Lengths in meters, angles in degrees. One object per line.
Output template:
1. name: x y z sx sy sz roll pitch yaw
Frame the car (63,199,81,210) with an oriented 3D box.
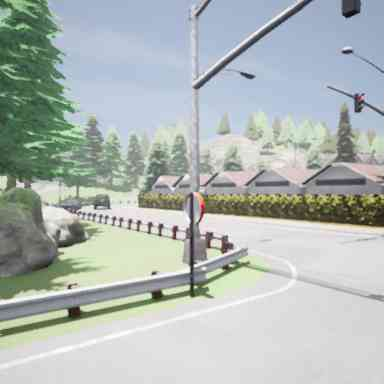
1. car: -15.788 1.649 44.074 2.033 1.411 5.357 0 0 -12

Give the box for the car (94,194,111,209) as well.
1. car: -12.408 1.297 46.124 2.150 2.045 5.566 -1 1 -14
